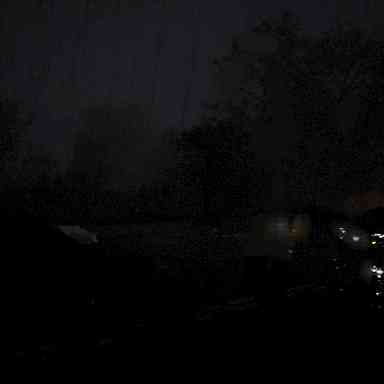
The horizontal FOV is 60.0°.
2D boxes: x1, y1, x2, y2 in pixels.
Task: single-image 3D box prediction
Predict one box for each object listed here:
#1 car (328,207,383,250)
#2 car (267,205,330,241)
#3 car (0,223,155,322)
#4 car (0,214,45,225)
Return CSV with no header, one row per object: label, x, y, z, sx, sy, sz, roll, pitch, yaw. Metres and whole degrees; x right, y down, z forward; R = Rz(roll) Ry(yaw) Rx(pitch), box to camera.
car,7.640,1.357,12.773,4.892,1.490,1.837,0,2,-34
car,5.448,1.298,15.215,4.181,1.385,1.994,0,2,-34
car,-3.106,1.360,5.525,4.718,1.301,1.895,0,2,-34
car,-4.922,1.244,8.218,4.718,1.301,1.895,0,2,-34
